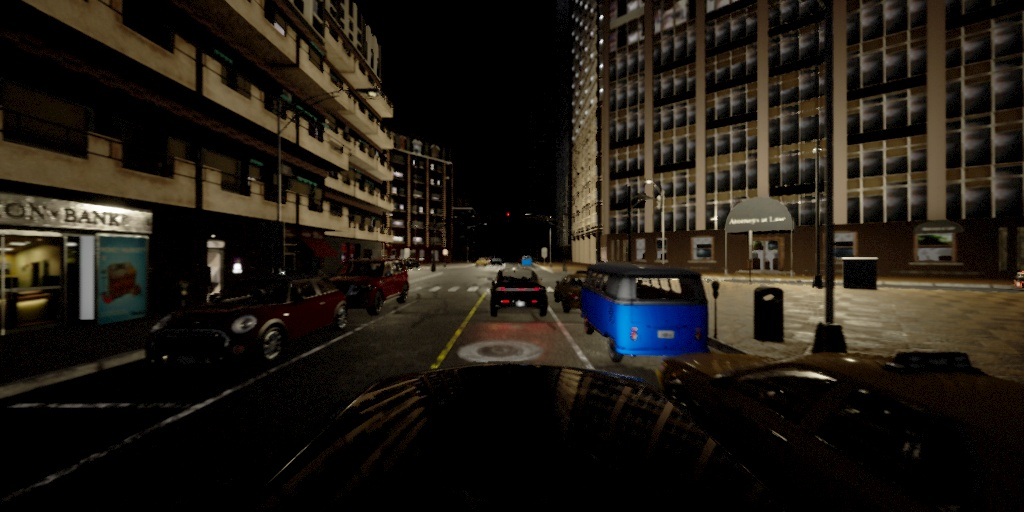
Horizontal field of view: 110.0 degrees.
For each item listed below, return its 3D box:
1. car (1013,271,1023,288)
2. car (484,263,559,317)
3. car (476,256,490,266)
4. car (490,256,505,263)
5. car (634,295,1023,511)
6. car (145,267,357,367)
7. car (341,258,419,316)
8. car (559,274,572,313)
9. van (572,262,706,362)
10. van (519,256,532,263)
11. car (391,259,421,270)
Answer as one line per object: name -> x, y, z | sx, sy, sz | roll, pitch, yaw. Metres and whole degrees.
car -> 26.461, 0.791, 16.088 | 4.553, 1.767, 2.097 | 0, 0, 41
car -> 0.134, 1.188, 12.970 | 2.128, 1.511, 4.902 | 0, 0, -3
car -> -5.308, 1.044, 62.193 | 1.751, 1.417, 4.829 | 0, 0, 0
car -> -2.763, 1.115, 64.092 | 1.895, 1.301, 4.718 | 0, 0, 0
car -> 2.565, 1.272, 2.469 | 1.751, 1.417, 4.829 | 0, 0, 0
car -> -5.314, 1.160, 7.828 | 1.967, 1.591, 4.097 | 0, 0, 0
car -> -5.314, 1.009, 13.363 | 2.192, 1.841, 5.009 | 0, 0, 0
car -> 2.566, 1.220, 13.539 | 1.751, 1.417, 4.829 | 0, 0, 0
van -> 2.566, 1.061, 7.832 | 1.690, 1.789, 3.998 | 0, 0, 0
van -> 2.572, 0.859, 62.361 | 1.690, 1.789, 3.998 | 0, 0, 0
car -> -15.366, 1.190, 51.958 | 4.892, 1.490, 1.837 | 0, 0, 41
